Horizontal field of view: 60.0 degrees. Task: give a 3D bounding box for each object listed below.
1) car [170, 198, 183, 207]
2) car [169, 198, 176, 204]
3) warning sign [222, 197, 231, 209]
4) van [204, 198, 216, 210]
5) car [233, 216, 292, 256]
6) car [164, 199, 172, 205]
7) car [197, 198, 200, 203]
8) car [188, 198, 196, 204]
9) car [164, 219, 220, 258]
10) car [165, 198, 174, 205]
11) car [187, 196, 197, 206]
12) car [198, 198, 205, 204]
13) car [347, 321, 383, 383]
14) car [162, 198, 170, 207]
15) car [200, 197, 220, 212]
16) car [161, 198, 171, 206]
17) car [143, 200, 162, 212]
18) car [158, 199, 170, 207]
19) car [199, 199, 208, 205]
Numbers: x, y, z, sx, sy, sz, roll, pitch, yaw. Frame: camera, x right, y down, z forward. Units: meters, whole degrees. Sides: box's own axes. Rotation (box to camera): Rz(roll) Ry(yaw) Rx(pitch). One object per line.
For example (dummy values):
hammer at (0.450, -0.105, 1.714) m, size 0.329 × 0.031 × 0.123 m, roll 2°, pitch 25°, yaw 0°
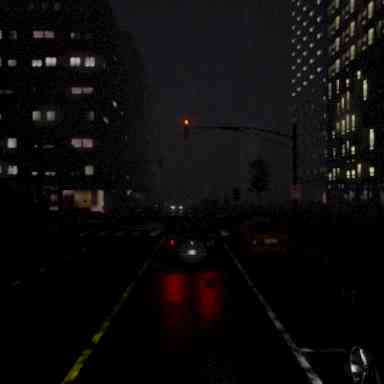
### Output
car at (-2.992, 2.193, 67.189) m, size 1.837 × 1.490 × 4.892 m, roll 0°, pitch -1°, yaw 0°
car at (-5.672, 2.559, 95.395) m, size 1.752 × 1.417 × 4.829 m, roll 0°, pitch -1°, yaw 0°
warning sign at (5.083, 1.608, 49.083) m, size 1.300 × 1.860 × 1.060 m, roll 0°, pitch 0°, yaw 0°
van at (2.697, 1.858, 51.351) m, size 1.690 × 1.788 × 3.998 m, roll 0°, pitch -1°, yaw 0°
car at (2.689, 1.657, 13.582) m, size 1.752 × 1.417 × 4.829 m, roll 0°, pitch -1°, yaw 0°
car at (-5.676, 2.407, 78.983) m, size 1.802 × 1.307 × 4.206 m, roll 0°, pitch -1°, yaw 0°
car at (2.701, 2.015, 67.930) m, size 2.192 × 1.841 × 5.009 m, roll 0°, pitch -1°, yaw 0°
car at (0.020, 2.348, 85.016) m, size 2.033 × 1.411 × 5.357 m, roll 0°, pitch -1°, yaw 0°
car at (0.023, 1.730, 13.248) m, size 1.895 × 1.301 × 4.718 m, roll 0°, pitch -1°, yaw 1°
car at (-5.675, 2.329, 84.510) m, size 1.967 × 1.590 × 4.097 m, roll 0°, pitch -1°, yaw 0°
car at (0.016, 2.001, 74.632) m, size 2.150 × 2.045 × 5.566 m, roll 0°, pitch -1°, yaw 0°
car at (2.708, 2.545, 95.730) m, size 1.752 × 1.417 × 4.829 m, roll 0°, pitch -1°, yaw 0°
car at (2.687, 1.588, 2.147) m, size 1.947 × 1.339 × 4.313 m, roll 0°, pitch -1°, yaw 0°
car at (-5.680, 2.188, 62.404) m, size 2.008 × 1.369 × 4.403 m, roll 0°, pitch -1°, yaw 0°
car at (2.696, 1.773, 45.826) m, size 2.192 × 1.841 × 5.009 m, roll 0°, pitch -1°, yaw 0°
car at (-5.678, 2.203, 73.458) m, size 1.967 × 1.590 × 4.097 m, roll 0°, pitch -1°, yaw 0°
car at (-5.683, 2.008, 45.825) m, size 2.008 × 1.369 × 4.403 m, roll 0°, pitch -1°, yaw 0°
car at (-5.678, 2.244, 67.929) m, size 1.887 × 1.381 × 4.507 m, roll 0°, pitch -1°, yaw 0°
car at (2.704, 2.370, 78.981) m, size 1.887 × 1.381 × 4.507 m, roll 0°, pitch -1°, yaw 0°
